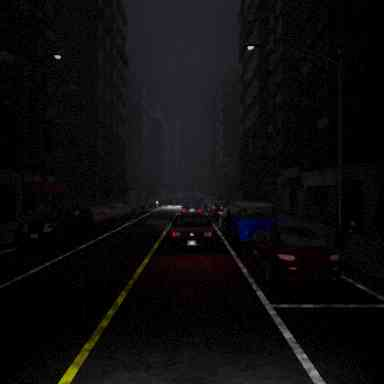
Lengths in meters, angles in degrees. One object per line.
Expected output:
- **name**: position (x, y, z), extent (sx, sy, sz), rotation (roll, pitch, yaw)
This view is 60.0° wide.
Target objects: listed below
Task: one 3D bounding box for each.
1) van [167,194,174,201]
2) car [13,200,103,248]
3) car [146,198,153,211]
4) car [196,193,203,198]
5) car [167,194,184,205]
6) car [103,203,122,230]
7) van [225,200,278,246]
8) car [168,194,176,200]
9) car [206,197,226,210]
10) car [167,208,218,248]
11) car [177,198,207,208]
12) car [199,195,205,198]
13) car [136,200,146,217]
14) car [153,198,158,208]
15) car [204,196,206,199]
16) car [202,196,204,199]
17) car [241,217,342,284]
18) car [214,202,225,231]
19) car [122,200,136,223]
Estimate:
- **van**: position (-5.716, 1.374, 88.728), extent (1.690, 1.788, 3.998), rotation (0, 0, 0)
- **car**: position (-5.858, 1.313, 14.868), extent (2.192, 1.841, 5.009), rotation (0, 0, 0)
- **car**: position (-5.858, 1.548, 37.251), extent (1.887, 1.381, 4.507), rotation (0, 0, 0)
- **car**: position (2.810, 1.473, 88.692), extent (1.967, 1.590, 4.097), rotation (0, 0, 0)
- **car**: position (-3.000, 1.535, 57.651), extent (2.128, 1.511, 4.902), rotation (0, 0, 0)
- **car**: position (-5.858, 1.524, 20.294), extent (1.752, 1.417, 4.829), rotation (0, 0, 0)
- **van**: position (2.668, 1.339, 14.883), extent (1.690, 1.788, 3.998), rotation (0, 0, 0)
- **car**: position (-5.690, 1.477, 94.396), extent (1.967, 1.590, 4.097), rotation (0, 0, 0)
- **car**: position (2.668, 1.442, 31.665), extent (1.967, 1.590, 4.097), rotation (0, 0, 0)
- **car**: position (0.000, 1.616, 14.681), extent (1.895, 1.301, 4.718), rotation (0, 0, 0)
- **car**: position (0.000, 1.565, 29.651), extent (2.033, 1.411, 5.357), rotation (0, 0, 0)
- **car**: position (2.668, 1.562, 54.042), extent (2.008, 1.369, 4.403), rotation (0, 0, 0)
- **car**: position (-5.858, 1.546, 31.655), extent (1.887, 1.381, 4.507), rotation (0, 0, 0)
- **car**: position (-5.858, 1.559, 48.443), extent (2.008, 1.369, 4.403), rotation (0, 0, 0)
- **car**: position (2.667, 1.444, 37.260), extent (1.967, 1.590, 4.097), rotation (0, 0, 0)
- **car**: position (2.668, 1.591, 48.448), extent (1.802, 1.307, 4.206), rotation (0, 0, 0)
- **car**: position (2.668, 1.580, 9.289), extent (1.802, 1.307, 4.206), rotation (0, 0, 0)
- **car**: position (2.668, 1.550, 20.477), extent (2.008, 1.369, 4.403), rotation (0, 0, 0)
- **car**: position (-5.858, 1.525, 25.890), extent (1.752, 1.417, 4.829), rotation (0, 0, 0)
